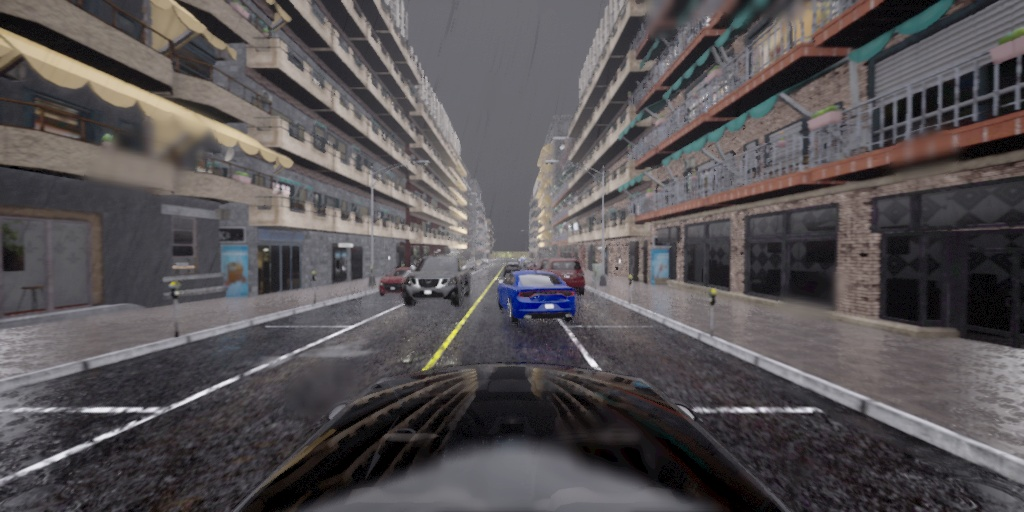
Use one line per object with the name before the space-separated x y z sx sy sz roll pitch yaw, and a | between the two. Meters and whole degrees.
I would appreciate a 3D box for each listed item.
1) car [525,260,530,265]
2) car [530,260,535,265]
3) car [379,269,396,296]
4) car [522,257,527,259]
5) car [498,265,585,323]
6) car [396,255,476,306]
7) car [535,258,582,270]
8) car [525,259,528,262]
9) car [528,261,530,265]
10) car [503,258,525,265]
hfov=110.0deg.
car | 2.656 1.295 36.443 1.888 1.381 4.507 0 0 0
car | 2.656 1.068 25.114 2.192 1.841 5.009 0 0 0
car | -5.691 1.298 19.390 1.888 1.381 4.507 0 0 0
car | 2.690 1.304 59.100 1.948 1.339 4.313 0 0 0
car | 0.646 1.230 12.261 1.882 1.535 5.008 0 0 -9
car | -3.100 0.974 15.970 2.150 2.045 5.566 0 0 0
car | 2.656 1.068 19.448 2.192 1.841 5.009 0 0 0
car | 2.661 1.314 42.107 1.948 1.339 4.313 0 0 0
car | 2.656 1.318 30.778 1.948 1.339 4.313 0 0 0
car | 0.099 1.255 37.585 1.837 1.490 4.892 0 0 0
